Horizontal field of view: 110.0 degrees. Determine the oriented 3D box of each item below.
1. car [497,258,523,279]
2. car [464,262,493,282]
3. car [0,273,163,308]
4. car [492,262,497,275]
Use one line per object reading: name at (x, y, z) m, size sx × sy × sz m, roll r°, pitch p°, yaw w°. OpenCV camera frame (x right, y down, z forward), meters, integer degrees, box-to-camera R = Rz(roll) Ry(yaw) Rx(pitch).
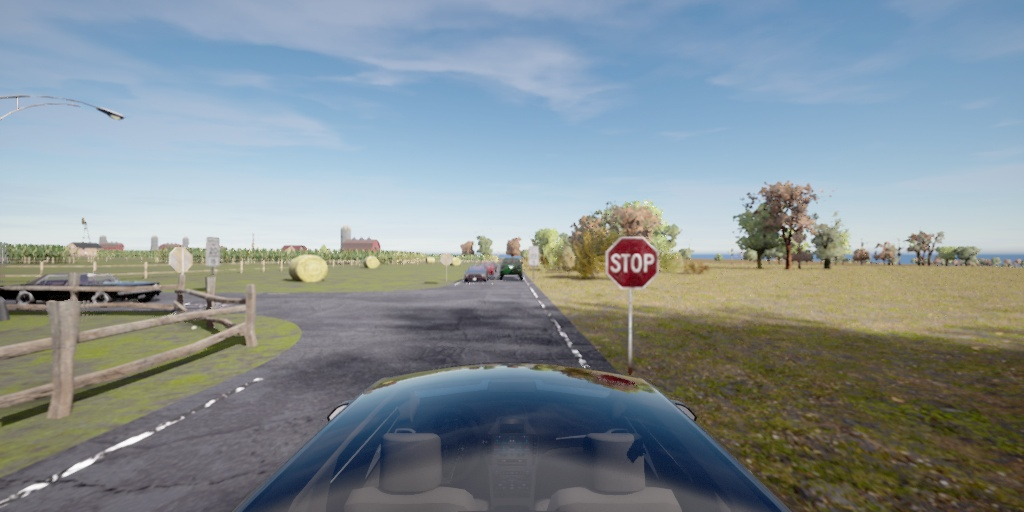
car at (-0.082, 1.200, 36.035) m, size 2.150 × 2.045 × 5.566 m, roll 0°, pitch 0°, yaw 0°
car at (-3.004, 1.494, 31.316) m, size 2.033 × 1.411 × 5.357 m, roll 0°, pitch 0°, yaw 0°
car at (-17.415, 1.342, 14.701) m, size 4.718 × 1.301 × 1.895 m, roll 0°, pitch 0°, yaw -1°
car at (-3.055, 1.502, 42.267) m, size 1.882 × 1.535 × 5.008 m, roll 0°, pitch 0°, yaw 0°
